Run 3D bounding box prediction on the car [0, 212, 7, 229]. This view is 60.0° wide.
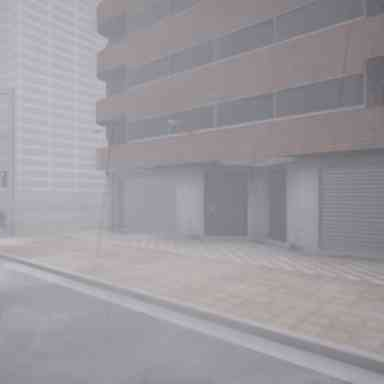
[{"bbox_3d":[-13.804,1.537,20.890,2.097,1.767,4.553,0,0,25],"label":"car"}]
